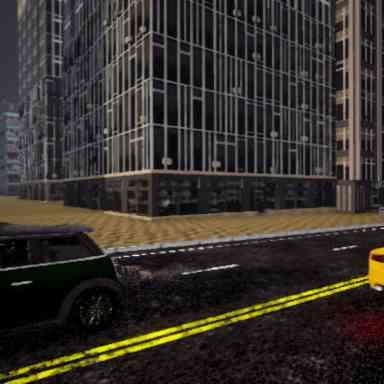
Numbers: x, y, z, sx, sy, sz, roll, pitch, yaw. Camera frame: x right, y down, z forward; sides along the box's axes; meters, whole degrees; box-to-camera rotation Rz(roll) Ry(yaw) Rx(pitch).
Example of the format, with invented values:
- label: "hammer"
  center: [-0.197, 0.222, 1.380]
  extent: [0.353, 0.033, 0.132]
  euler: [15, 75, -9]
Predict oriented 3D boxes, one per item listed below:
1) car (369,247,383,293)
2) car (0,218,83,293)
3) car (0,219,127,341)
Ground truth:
- label: "car"
  center: [6.134, 1.581, 7.820]
  extent: [5.008, 1.535, 1.882]
  euler: [1, 0, -36]
- label: "car"
  center: [-5.339, 1.506, 7.863]
  extent: [4.892, 1.490, 1.837]
  euler: [1, 0, -36]
- label: "car"
  center: [-3.437, 1.353, 5.227]
  extent: [4.553, 1.767, 2.097]
  euler: [1, 0, -36]
